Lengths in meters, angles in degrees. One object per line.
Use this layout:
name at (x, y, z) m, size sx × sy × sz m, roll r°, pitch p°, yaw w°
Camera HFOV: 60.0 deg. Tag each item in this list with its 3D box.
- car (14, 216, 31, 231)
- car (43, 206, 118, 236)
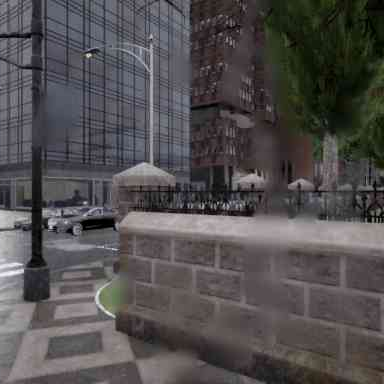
car at (-8.440, 1.632, 20.220) m, size 2.008 × 1.369 × 4.403 m, roll 0°, pitch -1°, yaw 36°
car at (-5.881, 1.576, 19.211) m, size 2.128 × 1.511 × 4.902 m, roll 0°, pitch 0°, yaw 36°
